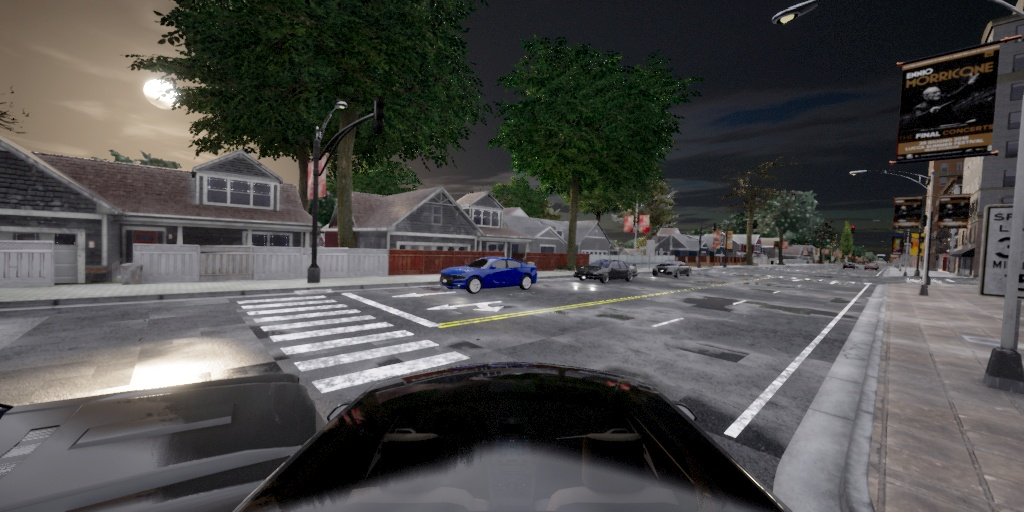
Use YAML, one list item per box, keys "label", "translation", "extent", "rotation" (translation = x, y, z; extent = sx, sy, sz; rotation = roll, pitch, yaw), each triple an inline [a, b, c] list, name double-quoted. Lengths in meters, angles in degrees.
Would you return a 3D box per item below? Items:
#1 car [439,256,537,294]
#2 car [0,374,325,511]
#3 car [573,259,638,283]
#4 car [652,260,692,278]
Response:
- label: "car"
  translation: [-0.965, 0.778, 16.575]
  extent: [5.008, 1.535, 1.882]
  rotation: [1, 2, -43]
- label: "car"
  translation: [-3.318, 1.272, 1.414]
  extent: [4.718, 1.301, 1.895]
  rotation: [1, 2, -33]
- label: "car"
  translation: [6.270, 0.929, 23.422]
  extent: [5.357, 1.411, 2.033]
  rotation: [1, 2, -43]
- label: "car"
  translation: [13.538, 1.030, 30.270]
  extent: [4.181, 1.385, 1.994]
  rotation: [1, 2, -44]
